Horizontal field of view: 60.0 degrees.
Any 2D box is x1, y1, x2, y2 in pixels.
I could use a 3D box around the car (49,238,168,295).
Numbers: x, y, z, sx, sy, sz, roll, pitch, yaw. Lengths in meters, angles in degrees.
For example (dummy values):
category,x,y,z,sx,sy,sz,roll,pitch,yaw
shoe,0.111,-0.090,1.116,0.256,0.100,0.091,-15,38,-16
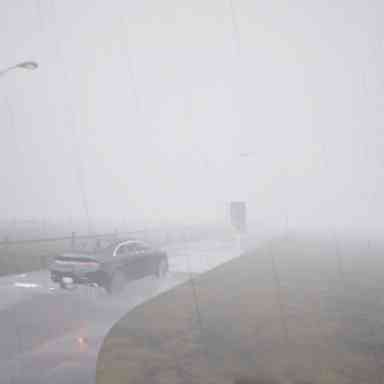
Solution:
category,x,y,z,sx,sy,sz,roll,pitch,yaw
car,-2.420,2.268,10.994,2.128,1.511,4.902,-1,-5,20
